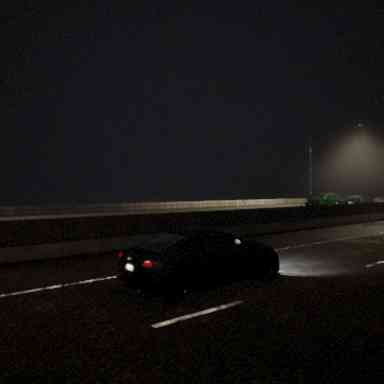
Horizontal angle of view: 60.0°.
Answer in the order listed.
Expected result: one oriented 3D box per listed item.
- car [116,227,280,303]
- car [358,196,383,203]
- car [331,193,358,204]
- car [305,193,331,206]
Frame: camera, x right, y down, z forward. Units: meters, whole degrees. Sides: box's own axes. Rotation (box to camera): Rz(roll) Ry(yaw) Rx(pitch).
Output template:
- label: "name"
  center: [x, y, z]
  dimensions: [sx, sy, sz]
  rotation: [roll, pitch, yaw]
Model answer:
- label: "car"
  center: [0.273, 1.572, 8.325]
  dimensions: [4.181, 1.385, 1.994]
  rotation: [0, 0, -37]
- label: "car"
  center: [21.075, 1.392, 37.124]
  dimensions: [4.902, 1.511, 2.128]
  rotation: [0, 0, -36]
- label: "car"
  center: [19.294, 1.264, 40.162]
  dimensions: [4.553, 1.767, 2.097]
  rotation: [0, 0, -36]
- label: "car"
  center: [16.918, 1.154, 42.760]
  dimensions: [5.566, 2.045, 2.150]
  rotation: [0, 0, -36]
